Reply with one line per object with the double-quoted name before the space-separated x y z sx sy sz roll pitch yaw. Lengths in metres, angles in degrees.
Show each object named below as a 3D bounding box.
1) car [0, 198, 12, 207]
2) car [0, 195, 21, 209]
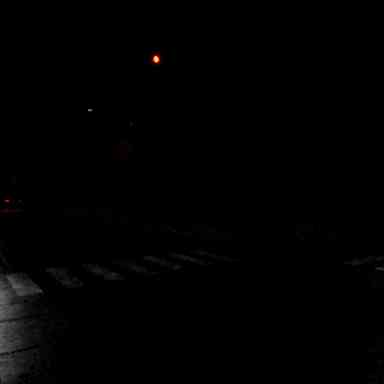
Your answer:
"car" -32.750 1.766 58.059 1.837 1.490 4.892 0 0 -35
"car" -26.947 1.443 49.645 2.150 2.045 5.566 0 0 -34
